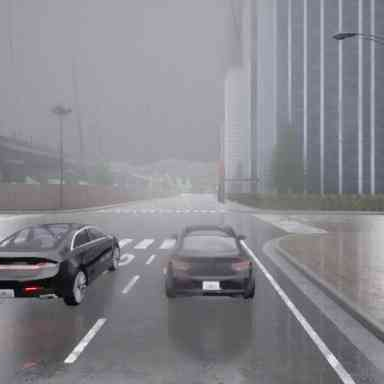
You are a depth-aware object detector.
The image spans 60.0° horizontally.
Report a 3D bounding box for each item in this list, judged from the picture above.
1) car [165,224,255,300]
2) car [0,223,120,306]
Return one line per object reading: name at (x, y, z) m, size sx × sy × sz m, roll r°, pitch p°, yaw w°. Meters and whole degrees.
car at (0.409, 1.525, 8.304) m, size 1.812 × 1.442 × 4.674 m, roll 0°, pitch 0°, yaw 2°
car at (-3.086, 1.491, 8.022) m, size 2.128 × 1.511 × 4.902 m, roll 0°, pitch 0°, yaw 1°
